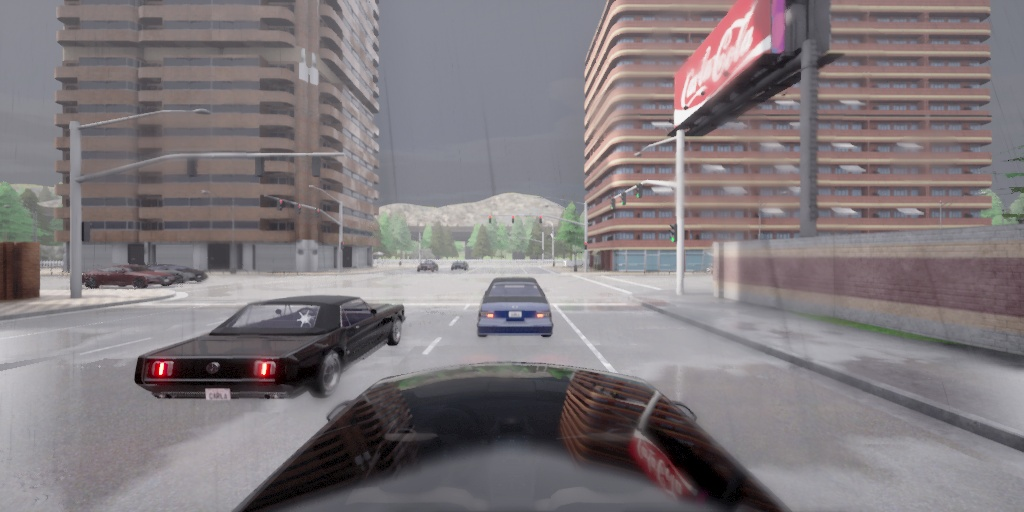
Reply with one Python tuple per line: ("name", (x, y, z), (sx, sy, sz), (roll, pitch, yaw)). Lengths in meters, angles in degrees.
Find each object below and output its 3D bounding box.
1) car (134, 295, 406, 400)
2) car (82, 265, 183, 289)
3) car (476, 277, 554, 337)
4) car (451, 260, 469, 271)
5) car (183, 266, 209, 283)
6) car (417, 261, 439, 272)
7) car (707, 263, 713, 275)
("car", (-3.450, 1.349, 6.453), (1.895, 1.301, 4.718), (0, 0, 0))
("car", (-23.784, 1.270, 22.250), (4.674, 1.442, 1.812), (0, 0, 0))
("car", (0.065, 1.295, 10.176), (2.033, 1.411, 5.357), (0, 0, 0))
("car", (-7.141, 1.299, 49.394), (1.994, 1.385, 4.181), (0, 0, 1))
("car", (-24.448, 1.306, 25.744), (4.181, 1.385, 1.994), (0, 0, -1))
("car", (-10.654, 1.301, 45.574), (1.994, 1.385, 4.181), (0, 0, 1))
("car", (21.245, 0.961, 33.262), (5.566, 2.045, 2.150), (0, 0, 0))
